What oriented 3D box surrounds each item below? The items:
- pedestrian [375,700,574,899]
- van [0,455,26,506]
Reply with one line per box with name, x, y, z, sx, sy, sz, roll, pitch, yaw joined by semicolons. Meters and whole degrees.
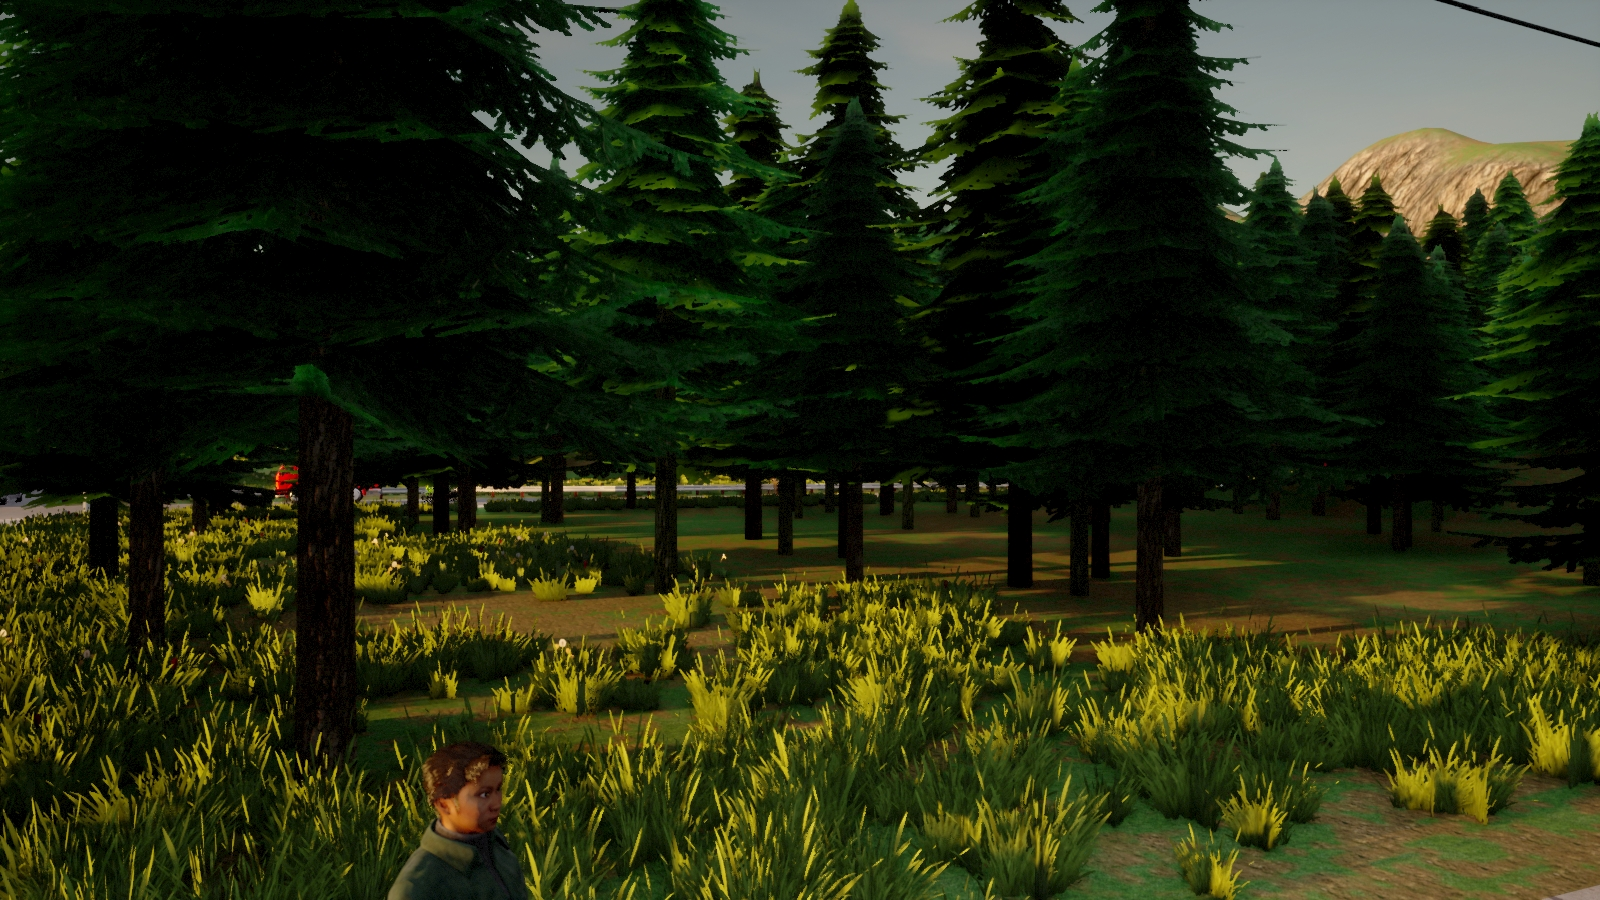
pedestrian;-0.878;1.663;3.115;0.375;1.860;0.375;0;0;19
van;-42.424;1.535;60.036;1.988;2.561;5.915;0;0;-25
